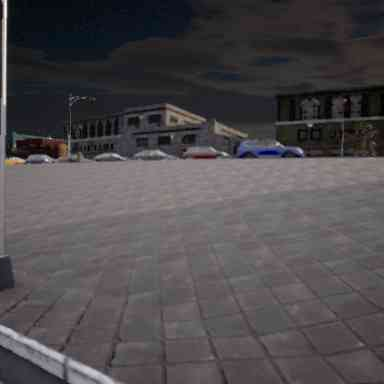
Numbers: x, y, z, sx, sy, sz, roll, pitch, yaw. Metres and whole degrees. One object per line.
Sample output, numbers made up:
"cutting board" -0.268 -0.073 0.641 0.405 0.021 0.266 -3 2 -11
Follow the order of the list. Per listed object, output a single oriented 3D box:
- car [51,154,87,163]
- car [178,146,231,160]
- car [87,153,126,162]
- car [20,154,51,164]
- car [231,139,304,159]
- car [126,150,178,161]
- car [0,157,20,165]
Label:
"car" -13.316 -3.545 37.968 4.792 1.488 2.163 1 1 29
"car" 1.462 -3.369 30.464 4.553 1.767 2.185 1 1 26
"car" -8.452 -3.431 35.362 4.674 1.452 2.002 1 1 28
"car" -18.310 -3.807 40.766 4.553 1.767 2.185 1 1 31
"car" 6.564 -3.347 28.127 5.566 2.045 2.435 2 1 25
"car" -3.619 -3.368 32.905 4.892 1.521 2.231 1 1 27
"car" -23.065 -3.786 43.581 5.008 1.535 2.097 1 1 32
